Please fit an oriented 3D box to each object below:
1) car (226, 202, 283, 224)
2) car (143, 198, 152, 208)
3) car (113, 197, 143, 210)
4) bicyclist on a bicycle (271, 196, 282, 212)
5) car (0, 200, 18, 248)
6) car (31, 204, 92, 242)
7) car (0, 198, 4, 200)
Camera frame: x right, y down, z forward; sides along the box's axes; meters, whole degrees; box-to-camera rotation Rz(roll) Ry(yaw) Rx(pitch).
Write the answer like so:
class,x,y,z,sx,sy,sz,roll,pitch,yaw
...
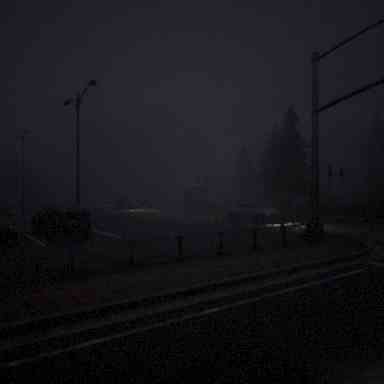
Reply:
class,x,y,z,sx,sy,sz,roll,pitch,yaw
car,4.529,1.492,24.836,1.812,1.442,4.674,0,0,-37
car,-7.692,1.561,47.500,1.895,1.301,4.718,0,0,-36
car,-8.584,1.473,42.673,1.837,1.490,4.892,0,0,-36
bicyclist on a bicycle,8.217,1.253,32.408,1.656,1.620,0.582,0,0,-36
car,-8.636,1.329,13.603,2.152,1.636,5.027,0,0,-36
car,-6.123,1.332,15.481,2.007,1.523,4.514,0,0,-36
car,-21.365,1.366,36.586,1.845,1.501,3.633,0,0,-36
